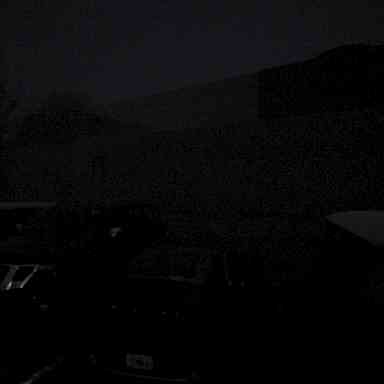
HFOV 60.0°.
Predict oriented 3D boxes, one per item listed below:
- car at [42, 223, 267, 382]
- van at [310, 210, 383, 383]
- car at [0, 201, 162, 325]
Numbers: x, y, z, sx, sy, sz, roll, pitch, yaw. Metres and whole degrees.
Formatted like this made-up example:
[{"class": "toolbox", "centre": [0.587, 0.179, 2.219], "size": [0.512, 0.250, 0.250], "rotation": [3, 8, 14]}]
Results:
[{"class": "car", "centre": [0.109, 1.490, 5.714], "size": [2.231, 1.521, 4.892], "rotation": [0, -1, 15]}, {"class": "van", "centre": [2.570, 1.265, 4.102], "size": [1.878, 1.987, 4.442], "rotation": [0, -1, 15]}, {"class": "car", "centre": [-2.317, 1.237, 7.425], "size": [2.435, 2.045, 5.566], "rotation": [1, -1, 16]}]
